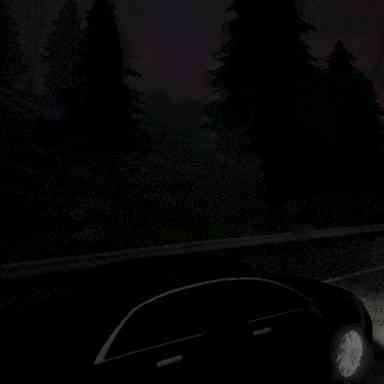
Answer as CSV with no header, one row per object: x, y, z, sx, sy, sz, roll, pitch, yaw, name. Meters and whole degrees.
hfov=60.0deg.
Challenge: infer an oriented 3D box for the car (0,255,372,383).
0.107,1.495,3.738,4.892,1.490,1.837,0,0,-35,car
